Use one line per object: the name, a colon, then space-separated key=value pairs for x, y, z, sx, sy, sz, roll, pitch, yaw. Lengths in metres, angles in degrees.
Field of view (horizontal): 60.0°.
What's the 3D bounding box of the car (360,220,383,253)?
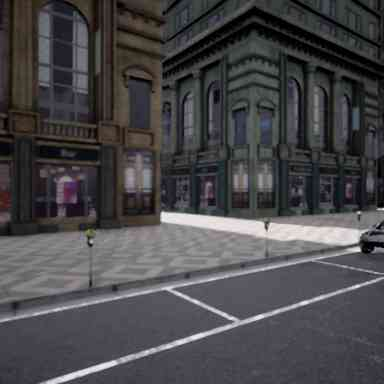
car: x=8.009 y=1.558 z=12.360 sx=4.313 sy=1.339 sz=1.947 roll=0 pitch=0 yaw=-36
